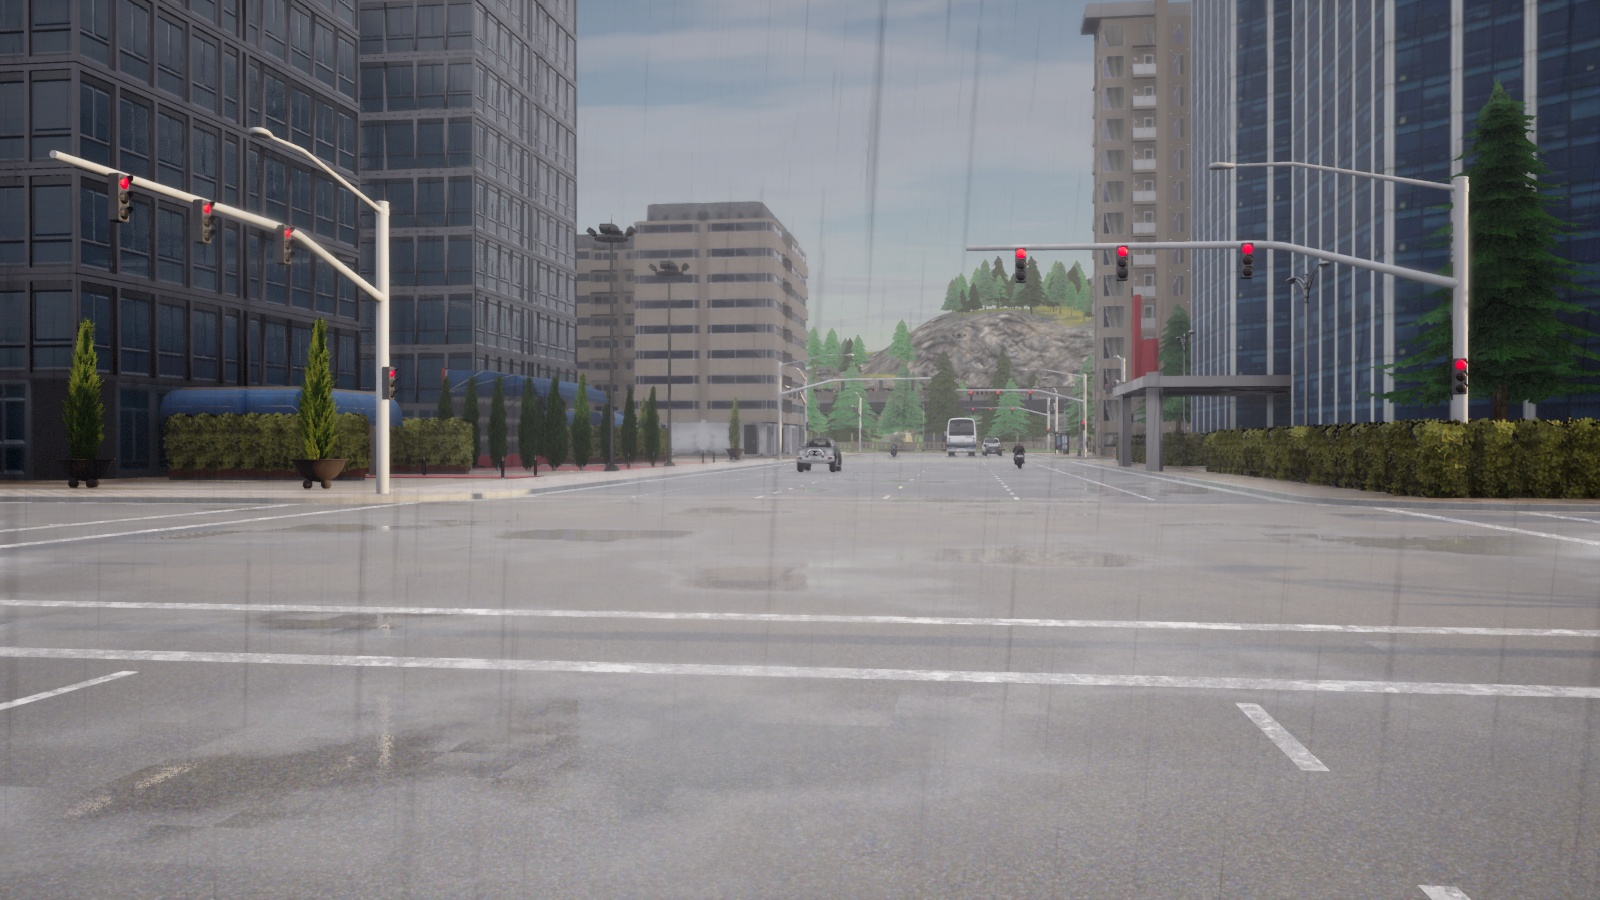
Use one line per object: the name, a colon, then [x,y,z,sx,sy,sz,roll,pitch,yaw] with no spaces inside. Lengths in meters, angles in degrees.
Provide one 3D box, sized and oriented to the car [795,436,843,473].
car: [1.002,0.201,64.292,1.932,1.855,4.605,0,0,7]
